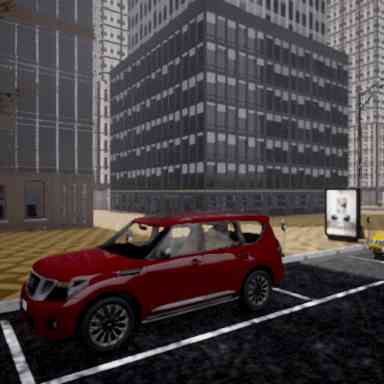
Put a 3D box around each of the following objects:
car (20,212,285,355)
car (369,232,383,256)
[{"bbox_3d":[-0.379,1.345,6.300,5.009,1.841,2.192,1,-1,-35],"label":"car"},{"bbox_3d":[8.534,1.658,12.653,4.829,1.417,1.752,1,-1,-35],"label":"car"}]
